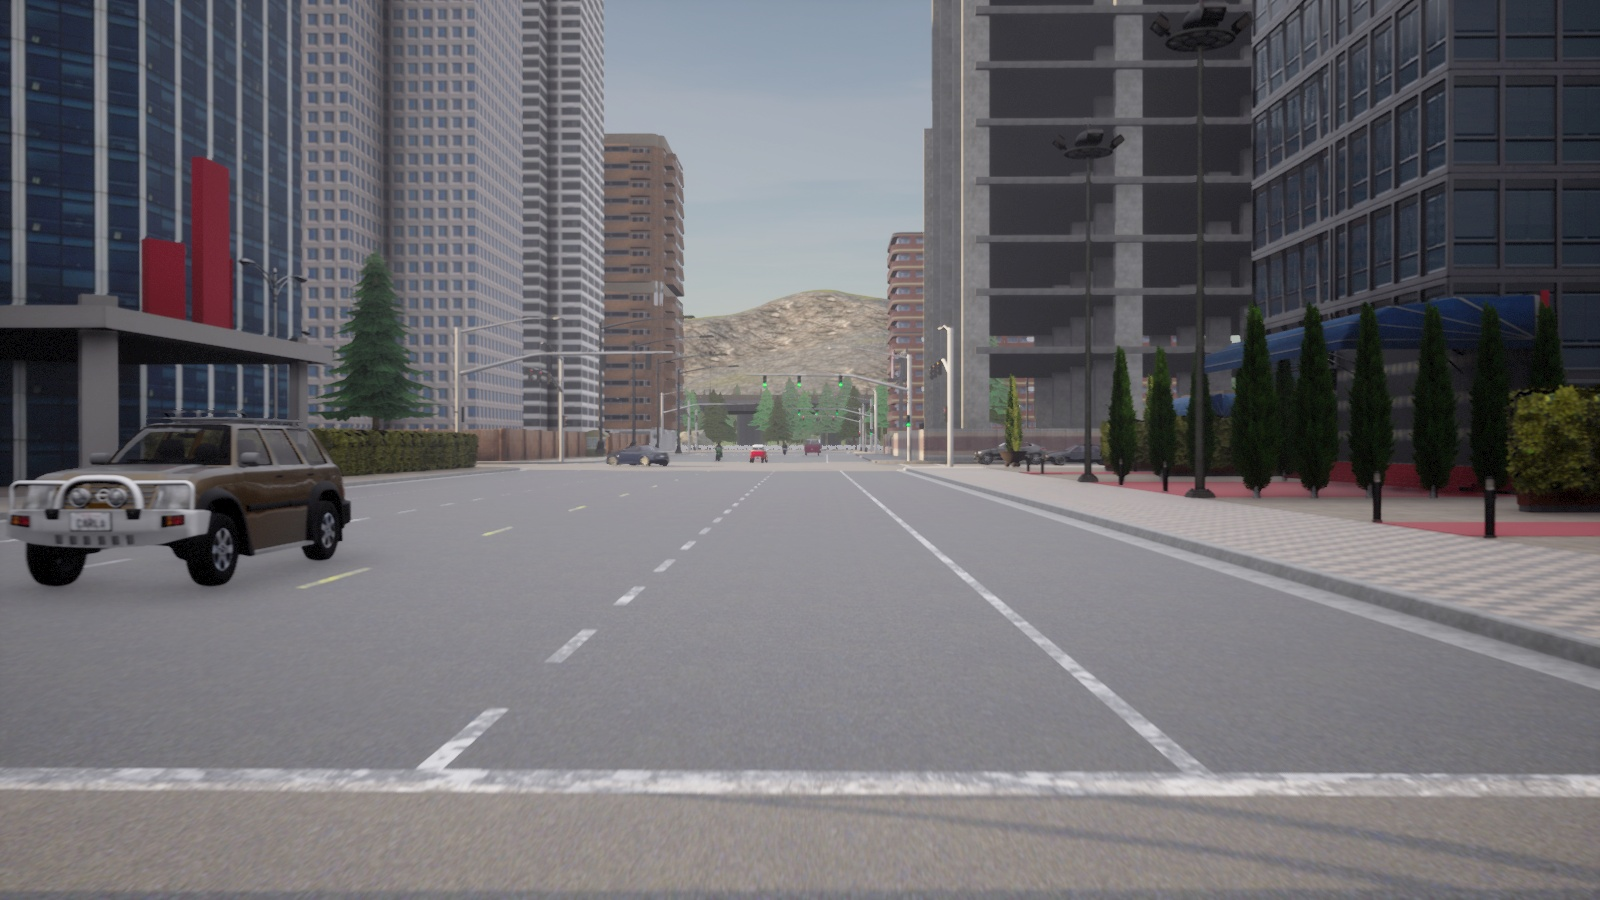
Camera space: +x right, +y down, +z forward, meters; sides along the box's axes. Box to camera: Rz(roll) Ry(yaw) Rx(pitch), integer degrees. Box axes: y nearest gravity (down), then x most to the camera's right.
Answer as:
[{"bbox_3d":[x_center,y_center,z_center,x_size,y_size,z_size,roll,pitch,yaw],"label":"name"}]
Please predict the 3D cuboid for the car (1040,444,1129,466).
[{"bbox_3d":[18.519,0.347,81.891,5.357,1.411,2.033,0,0,1],"label":"car"}]

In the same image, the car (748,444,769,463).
[{"bbox_3d":[-3.148,0.263,95.020,1.481,1.376,2.207,0,1,1],"label":"car"}]

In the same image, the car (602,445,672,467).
[{"bbox_3d":[-10.410,0.351,80.010,4.181,1.385,1.994,0,0,34],"label":"car"}]

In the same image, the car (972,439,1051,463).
[{"bbox_3d":[14.371,0.055,85.441,5.027,1.651,2.152,0,0,1],"label":"car"}]

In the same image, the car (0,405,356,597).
[{"bbox_3d":[-6.900,0.476,14.432,1.932,1.855,4.605,0,0,1],"label":"car"}]
